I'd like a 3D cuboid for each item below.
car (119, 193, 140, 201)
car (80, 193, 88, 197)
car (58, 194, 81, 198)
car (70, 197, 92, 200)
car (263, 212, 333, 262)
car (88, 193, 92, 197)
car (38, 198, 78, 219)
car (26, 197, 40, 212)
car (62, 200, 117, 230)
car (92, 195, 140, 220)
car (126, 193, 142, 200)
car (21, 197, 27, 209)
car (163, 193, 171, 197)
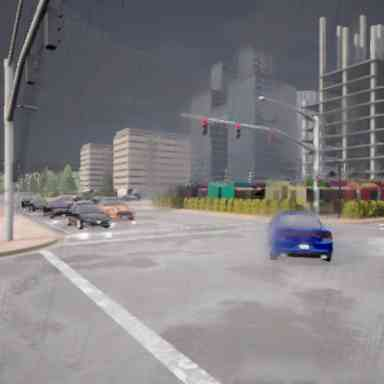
[{"bbox_3d":[-15.303,1.176,81.054,4.605,1.855,1.932,0,0,-34],"label":"car"},{"bbox_3d":[-20.167,1.235,62.180,2.150,2.045,5.566,0,0,-33],"label":"car"},{"bbox_3d":[-16.411,1.360,43.098,2.097,1.767,4.553,0,0,-32],"label":"car"},{"bbox_3d":[-11.037,1.533,34.660,1.812,1.442,4.674,0,0,-33],"label":"car"},{"bbox_3d":[3.772,1.485,12.368,1.882,1.535,5.008,1,0,10],"label":"car"},{"bbox_3d":[-14.802,1.365,53.936,2.097,1.767,4.553,0,0,-32],"label":"car"},{"bbox_3d":[-11.950,1.552,29.565,2.033,1.411,5.357,0,0,-33],"label":"car"},{"bbox_3d":[-17.508,1.510,38.296,1.837,1.490,4.892,0,0,-32],"label":"car"},{"bbox_3d":[-6.708,1.509,21.358,1.837,1.490,4.892,0,0,-33],"label":"car"},{"bbox_3d":[-6.323,1.359,27.265,2.097,1.767,4.553,0,0,-33],"label":"car"},{"bbox_3d":[-13.729,1.179,78.624,3.866,1.878,1.905,0,0,-34],"label":"car"},{"bbox_3d":[-23.095,1.497,47.125,2.128,1.511,4.902,0,0,-32],"label":"car"},{"bbox_3d":[-2.721,1.179,62.379,3.866,1.878,1.905,0,0,-34],"label":"car"}]
